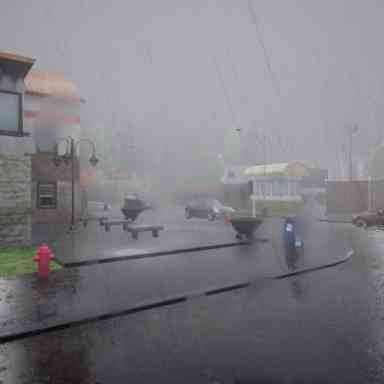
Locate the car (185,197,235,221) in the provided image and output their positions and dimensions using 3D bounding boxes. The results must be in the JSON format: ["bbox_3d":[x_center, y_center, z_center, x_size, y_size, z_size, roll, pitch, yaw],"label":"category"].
[{"bbox_3d":[1.380,1.349,27.067,2.097,1.767,4.553,0,0,-35],"label":"car"}]

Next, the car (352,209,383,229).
[{"bbox_3d":[11.942,1.522,19.511,4.674,1.442,1.812,0,1,42],"label":"car"}]

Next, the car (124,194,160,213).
[{"bbox_3d":[-5.633,1.220,36.979,2.150,2.045,5.566,0,0,-35],"label":"car"}]
